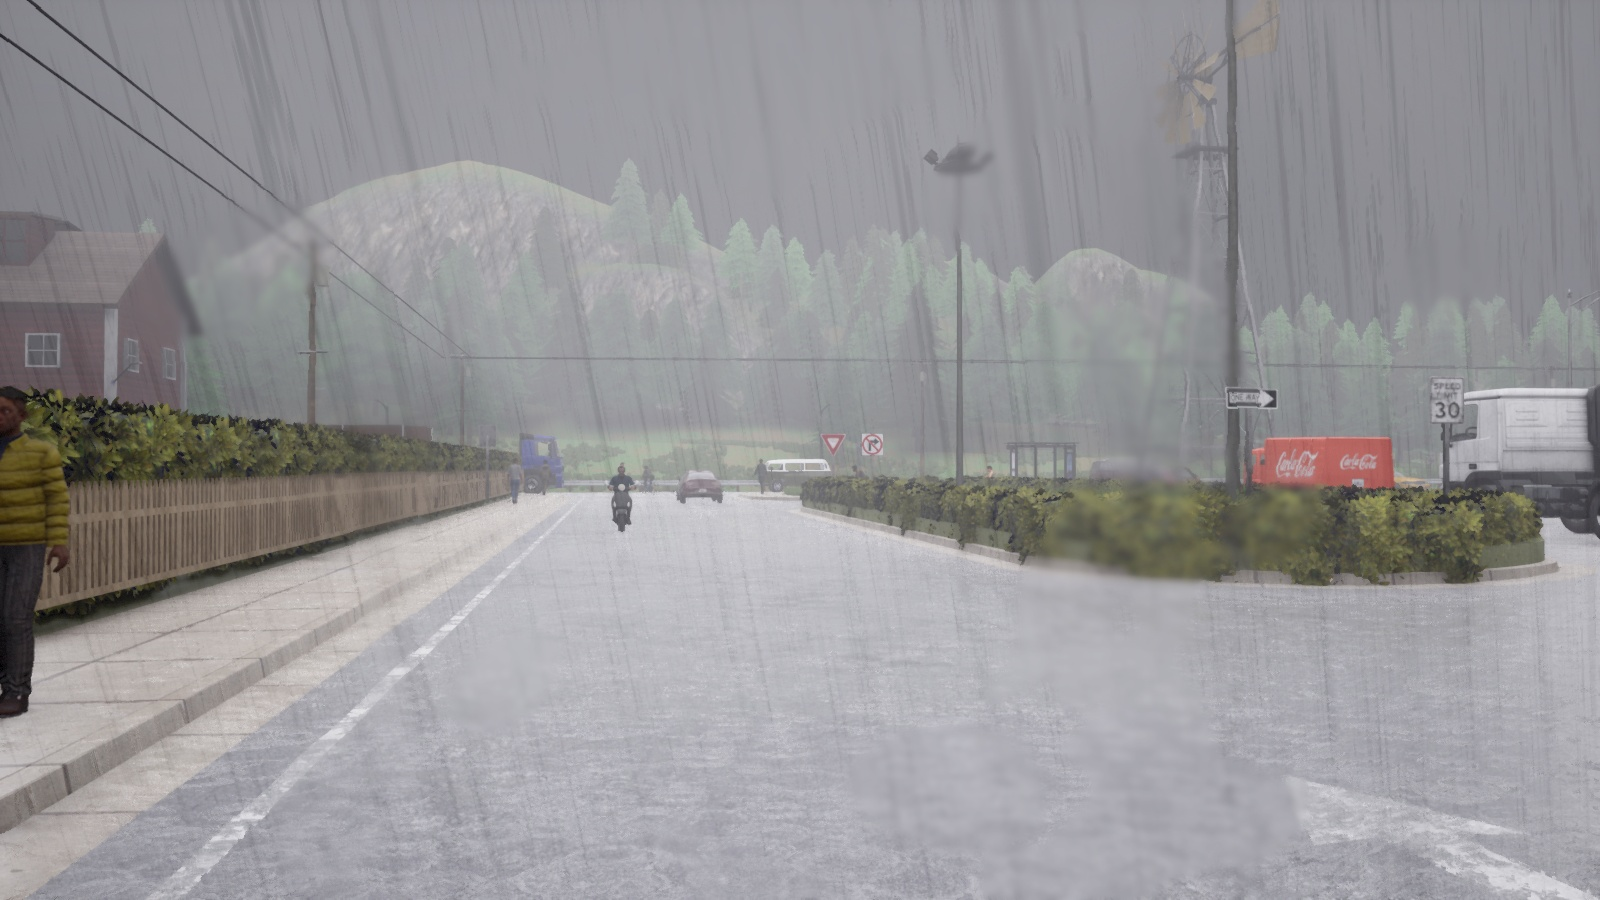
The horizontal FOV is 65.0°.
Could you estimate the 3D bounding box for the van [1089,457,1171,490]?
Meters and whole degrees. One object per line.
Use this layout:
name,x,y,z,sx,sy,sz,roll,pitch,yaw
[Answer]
van,19.980,1.419,76.161,4.442,1.987,1.775,0,-1,-8

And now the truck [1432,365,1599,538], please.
truck,17.349,0.043,26.814,2.891,3.462,7.936,0,-1,-7

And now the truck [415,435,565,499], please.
truck,-17.392,0.938,70.897,7.936,3.462,2.891,0,-1,-8

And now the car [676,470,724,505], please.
car,-4.463,1.628,55.630,1.812,1.442,4.674,0,-1,-8

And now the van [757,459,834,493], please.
van,-0.302,1.575,76.834,4.480,2.038,2.069,0,-1,-8

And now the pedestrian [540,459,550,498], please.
pedestrian,-12.723,1.424,62.670,0.396,1.930,0.692,0,-1,-3

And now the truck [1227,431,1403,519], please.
truck,15.537,0.716,38.292,2.627,2.467,5.204,0,0,-9

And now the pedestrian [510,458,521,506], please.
pedestrian,-10.992,1.217,48.450,0.354,1.836,0.706,0,-1,-9

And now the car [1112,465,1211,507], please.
car,13.666,1.352,47.684,1.845,1.501,3.633,0,-1,-19

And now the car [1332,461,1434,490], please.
car,32.880,1.424,71.012,1.801,1.575,5.366,0,-1,-22

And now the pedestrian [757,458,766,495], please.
pedestrian,-1.959,1.355,64.484,0.353,1.847,0.614,0,-1,-12

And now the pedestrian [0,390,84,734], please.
pedestrian,-4.441,0.604,7.074,0.431,1.840,0.709,0,-1,-3

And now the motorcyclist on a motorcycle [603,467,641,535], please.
motorcyclist on a motorcycle,-4.324,1.216,30.513,0.866,1.590,1.817,0,-1,-8
